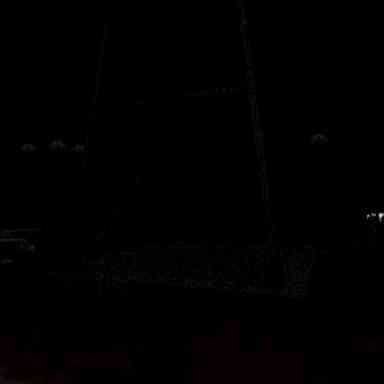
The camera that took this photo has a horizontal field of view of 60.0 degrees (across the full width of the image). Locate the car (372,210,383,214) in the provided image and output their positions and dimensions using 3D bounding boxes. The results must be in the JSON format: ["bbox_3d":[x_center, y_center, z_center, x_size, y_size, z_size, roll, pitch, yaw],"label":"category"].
[{"bbox_3d":[21.096,1.755,39.195,2.033,1.411,5.357,-2,-1,23],"label":"car"}]

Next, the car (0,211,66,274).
[{"bbox_3d":[-5.698,1.645,11.552,1.905,1.878,3.866,-1,-1,-8],"label":"car"}]
